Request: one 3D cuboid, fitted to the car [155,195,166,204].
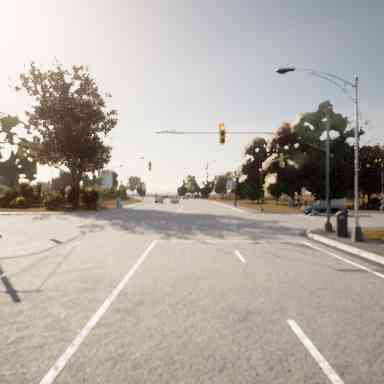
[{"bbox_3d":[-7.362,1.906,74.861,1.837,1.490,4.892,0,0,-2],"label":"car"}]

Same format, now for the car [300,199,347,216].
[{"bbox_3d":[13.860,1.550,35.231,4.553,1.767,2.097,1,0,-3],"label":"car"}]

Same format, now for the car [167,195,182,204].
[{"bbox_3d":[-3.871,1.762,75.135,2.097,1.767,4.553,0,0,-2],"label":"car"}]
